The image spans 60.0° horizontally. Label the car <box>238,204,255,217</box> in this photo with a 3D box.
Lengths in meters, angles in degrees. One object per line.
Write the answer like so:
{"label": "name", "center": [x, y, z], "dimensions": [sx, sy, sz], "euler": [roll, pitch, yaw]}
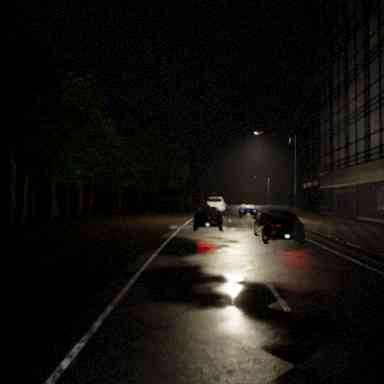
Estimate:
{"label": "car", "center": [5.873, 1.954, 35.272], "dimensions": [1.895, 1.301, 4.718], "euler": [0, -1, 7]}

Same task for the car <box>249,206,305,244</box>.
{"label": "car", "center": [4.235, 1.656, 16.675], "dimensions": [1.837, 1.490, 4.892], "euler": [0, 0, 3]}

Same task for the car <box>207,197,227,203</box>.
{"label": "car", "center": [2.967, 1.642, 40.312], "dimensions": [2.150, 2.045, 5.566], "euler": [0, -1, 8]}

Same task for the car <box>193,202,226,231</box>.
{"label": "car", "center": [1.120, 1.707, 22.408], "dimensions": [1.837, 1.490, 4.892], "euler": [0, 0, 4]}
